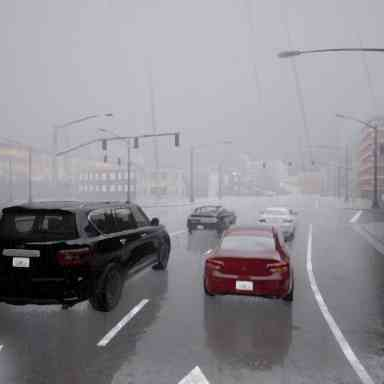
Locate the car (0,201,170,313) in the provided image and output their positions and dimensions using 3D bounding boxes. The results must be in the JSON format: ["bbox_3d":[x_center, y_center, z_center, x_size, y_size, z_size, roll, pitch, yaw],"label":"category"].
[{"bbox_3d":[-2.183,1.222,7.965,2.150,2.045,5.566,0,0,12],"label":"car"}]

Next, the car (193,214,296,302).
[{"bbox_3d":[1.488,1.526,8.261,1.812,1.442,4.674,0,0,14],"label":"car"}]

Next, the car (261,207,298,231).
[{"bbox_3d":[4.714,1.525,18.085,1.812,1.442,4.674,0,0,20],"label":"car"}]

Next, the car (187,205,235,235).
[{"bbox_3d":[1.205,1.493,18.575,2.128,1.511,4.902,0,0,19],"label":"car"}]
